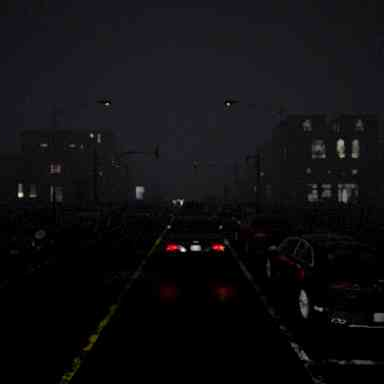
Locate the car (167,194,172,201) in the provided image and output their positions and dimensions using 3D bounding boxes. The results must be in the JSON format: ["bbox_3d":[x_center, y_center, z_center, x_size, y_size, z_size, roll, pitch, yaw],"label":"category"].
[{"bbox_3d":[-5.693,1.266,67.384,2.008,1.369,4.403,0,0,0],"label":"car"}]

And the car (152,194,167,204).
[{"bbox_3d":[-5.692,1.343,56.341,1.802,1.307,4.206,0,0,0],"label":"car"}]

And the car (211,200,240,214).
[{"bbox_3d":[2.692,1.448,23.939,2.008,1.369,4.403,0,0,0],"label":"car"}]

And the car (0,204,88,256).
[{"bbox_3d":[-5.687,1.386,12.570,1.967,1.590,4.097,0,0,0],"label":"car"}]

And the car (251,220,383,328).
[{"bbox_3d":[2.694,1.521,6.863,2.008,1.369,4.403,0,0,0],"label":"car"}]

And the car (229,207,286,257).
[{"bbox_3d":[2.693,1.491,12.555,1.887,1.381,4.507,0,0,0],"label":"car"}]

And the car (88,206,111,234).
[{"bbox_3d":[-5.688,1.472,18.263,2.008,1.369,4.403,0,0,0],"label":"car"}]

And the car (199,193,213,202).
[{"bbox_3d":[2.689,1.327,56.329,1.947,1.339,4.313,0,0,0],"label":"car"}]

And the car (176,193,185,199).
[{"bbox_3d":[-3.009,1.005,89.547,2.128,1.511,4.902,0,0,0],"label":"car"}]

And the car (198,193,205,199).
[{"bbox_3d":[2.686,1.045,94.980,1.967,1.590,4.097,0,0,0],"label":"car"}]

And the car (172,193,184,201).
[{"bbox_3d":[-3.007,1.216,73.122,1.812,1.442,4.674,0,0,0],"label":"car"}]

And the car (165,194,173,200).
[{"bbox_3d":[-5.695,1.174,83.780,1.752,1.417,4.829,0,0,0],"label":"car"}]

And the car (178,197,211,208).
[{"bbox_3d":[0.098,1.376,23.703,1.882,1.535,5.008,0,0,0],"label":"car"}]

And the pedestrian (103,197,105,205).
[{"bbox_3d":[-12.556,1.208,47.472,0.375,1.300,0.375,0,0,1],"label":"pedestrian"}]

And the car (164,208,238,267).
[{"bbox_3d":[0.099,1.499,11.189,2.033,1.411,5.357,0,0,0],"label":"car"}]

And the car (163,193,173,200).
[{"bbox_3d":[-5.694,1.110,78.428,1.967,1.590,4.097,0,0,0],"label":"car"}]

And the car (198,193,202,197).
[{"bbox_3d":[2.687,1.297,67.371,1.802,1.307,4.206,0,0,0],"label":"car"}]

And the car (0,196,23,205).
[{"bbox_3d":[-25.455,1.252,44.727,4.829,1.417,1.752,0,0,1],"label":"car"}]
